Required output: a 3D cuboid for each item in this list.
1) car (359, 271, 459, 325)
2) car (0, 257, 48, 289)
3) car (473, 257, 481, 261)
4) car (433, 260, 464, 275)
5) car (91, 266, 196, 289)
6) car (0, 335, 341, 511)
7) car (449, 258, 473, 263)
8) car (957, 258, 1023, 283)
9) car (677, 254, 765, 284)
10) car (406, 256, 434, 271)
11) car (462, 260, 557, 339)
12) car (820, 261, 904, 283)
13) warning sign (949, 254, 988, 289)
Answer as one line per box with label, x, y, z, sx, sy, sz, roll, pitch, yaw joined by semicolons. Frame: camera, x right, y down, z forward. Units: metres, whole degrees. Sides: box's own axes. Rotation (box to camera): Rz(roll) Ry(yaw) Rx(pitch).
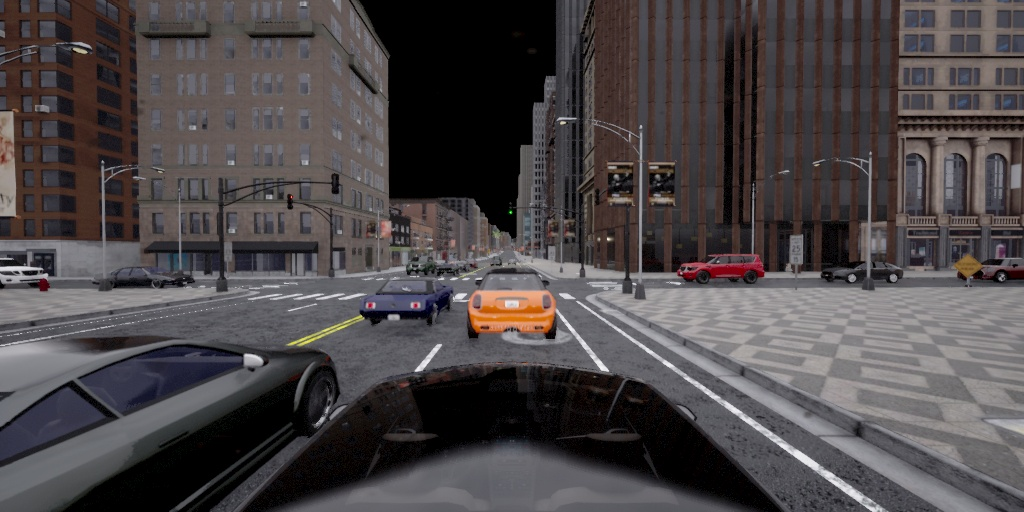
car;-3.152;1.351;11.807;1.895;1.301;4.718;0;0;0
car;-34.305;1.105;23.585;5.566;2.045;2.150;0;1;0
car;-6.608;1.131;56.654;2.097;1.767;4.553;0;0;0
car;-6.600;1.367;37.548;1.895;1.301;4.718;0;0;-1
car;-24.114;1.397;23.532;5.357;1.411;2.033;0;1;0
car;-3.157;1.314;2.818;1.994;1.385;4.181;0;0;1
car;-6.614;1.278;46.819;1.837;1.490;4.892;0;0;0
car;35.007;0.926;25.621;4.553;1.767;2.097;0;1;0
car;14.833;0.875;25.548;5.566;2.045;2.150;0;1;0
car;-9.865;0.989;39.217;2.150;2.045;5.566;0;0;0
car;0.011;1.101;10.175;2.097;1.767;4.553;0;0;0
car;24.889;1.119;25.588;4.892;1.490;1.837;0;1;0
warning sign;25.173;0.827;19.786;1.060;1.860;1.300;0;0;0
